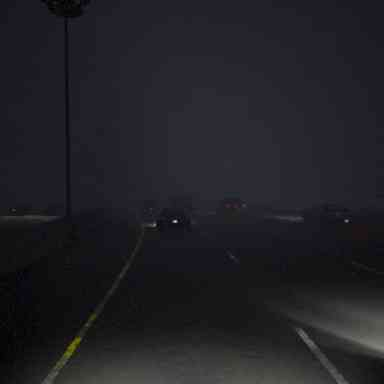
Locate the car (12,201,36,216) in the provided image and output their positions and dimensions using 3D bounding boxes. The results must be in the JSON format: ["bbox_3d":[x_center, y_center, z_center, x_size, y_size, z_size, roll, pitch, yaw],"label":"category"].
[{"bbox_3d":[-19.371,1.885,38.430,1.837,1.490,4.892,-1,0,-15],"label":"car"}]

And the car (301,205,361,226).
[{"bbox_3d":[9.295,1.519,22.795,1.895,1.301,4.718,-1,0,-7],"label":"car"}]

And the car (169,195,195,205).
[{"bbox_3d":[-1.298,1.340,40.307,2.150,2.045,5.566,0,0,-16],"label":"car"}]

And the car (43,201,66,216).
[{"bbox_3d":[-15.504,1.799,37.596,1.882,1.535,5.008,-1,0,-15],"label":"car"}]

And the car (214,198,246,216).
[{"bbox_3d":[3.719,1.377,33.183,2.097,1.767,4.553,-1,0,-12],"label":"car"}]

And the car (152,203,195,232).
[{"bbox_3d":[-1.237,1.633,20.734,1.994,1.385,4.181,-1,0,-8],"label":"car"}]

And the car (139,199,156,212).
[{"bbox_3d":[-5.494,1.690,41.893,1.837,1.490,4.892,0,0,-16],"label":"car"}]
